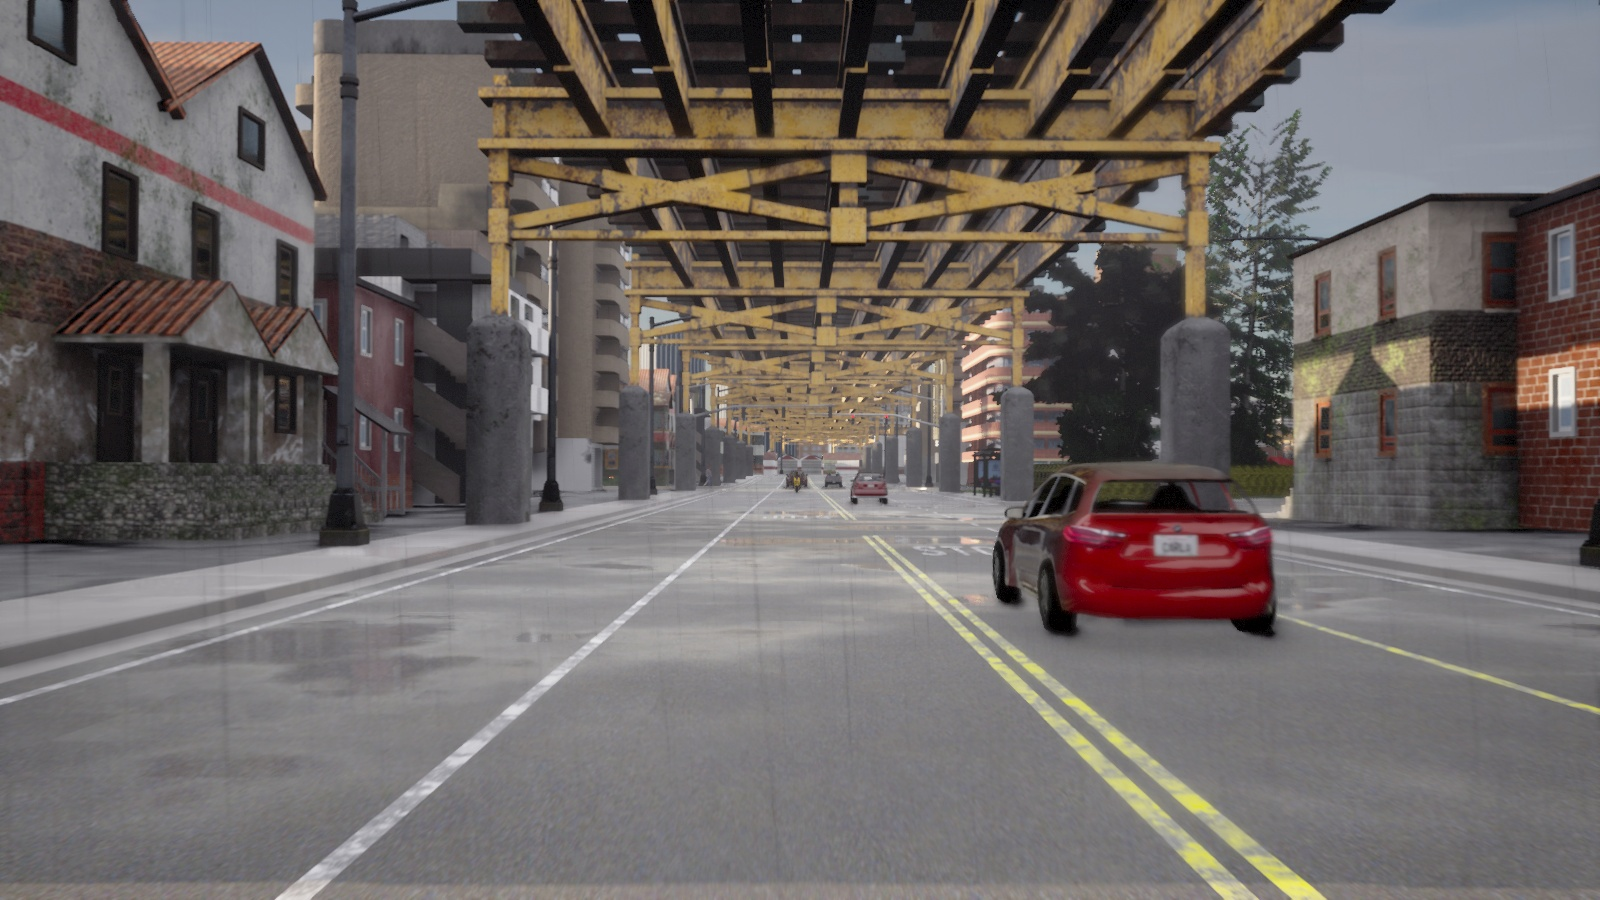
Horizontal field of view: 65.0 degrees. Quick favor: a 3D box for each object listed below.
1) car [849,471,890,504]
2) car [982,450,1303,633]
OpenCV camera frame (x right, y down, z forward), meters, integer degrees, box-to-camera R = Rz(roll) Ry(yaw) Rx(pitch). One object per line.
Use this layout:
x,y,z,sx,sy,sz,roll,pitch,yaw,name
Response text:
3.359,1.812,61.577,1.789,1.549,3.705,0,-1,0,car
3.467,0.876,13.790,2.242,1.667,4.611,0,-1,0,car
